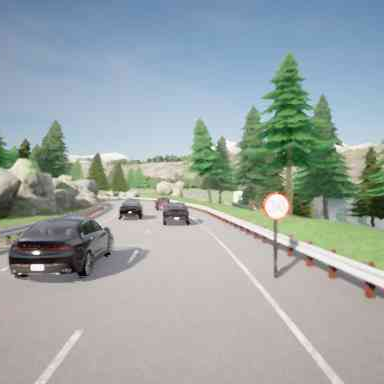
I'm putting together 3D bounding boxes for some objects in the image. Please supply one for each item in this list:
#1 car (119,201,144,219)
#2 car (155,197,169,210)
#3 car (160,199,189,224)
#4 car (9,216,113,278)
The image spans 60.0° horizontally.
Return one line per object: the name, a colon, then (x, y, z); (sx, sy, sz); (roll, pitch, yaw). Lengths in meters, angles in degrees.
car: (-5.304, 1.490, 29.332); (1.882, 1.535, 5.008); (0, 0, -7)
car: (-3.736, 1.441, 42.607); (2.033, 1.649, 4.856); (0, 0, -10)
car: (-1.259, 1.511, 24.629); (1.837, 1.490, 4.892); (0, 0, -6)
car: (-3.707, 1.512, 10.179); (1.837, 1.490, 4.892); (0, 0, -2)
